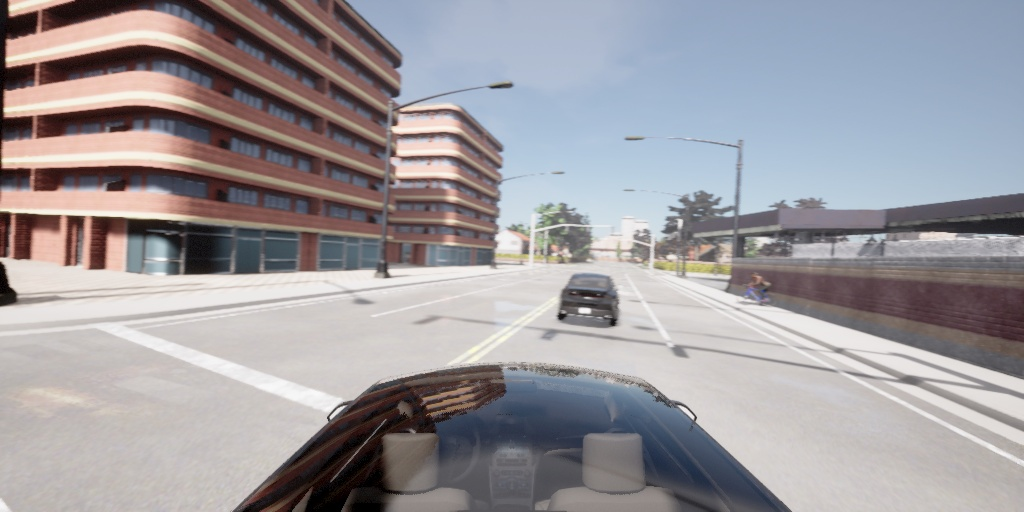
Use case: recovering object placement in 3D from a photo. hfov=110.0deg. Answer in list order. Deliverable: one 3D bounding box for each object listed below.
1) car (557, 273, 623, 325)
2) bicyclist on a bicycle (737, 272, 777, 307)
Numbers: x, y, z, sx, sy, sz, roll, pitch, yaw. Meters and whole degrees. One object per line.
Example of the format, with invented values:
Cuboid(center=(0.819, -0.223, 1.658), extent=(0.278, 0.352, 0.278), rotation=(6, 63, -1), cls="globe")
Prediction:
Cuboid(center=(2.794, 1.348, 12.600), extent=(1.837, 1.490, 4.892), rotation=(3, 0, 17), cls="car")
Cuboid(center=(11.736, 1.610, 17.160), extent=(1.656, 1.620, 0.582), rotation=(3, 0, 16), cls="bicyclist on a bicycle")
